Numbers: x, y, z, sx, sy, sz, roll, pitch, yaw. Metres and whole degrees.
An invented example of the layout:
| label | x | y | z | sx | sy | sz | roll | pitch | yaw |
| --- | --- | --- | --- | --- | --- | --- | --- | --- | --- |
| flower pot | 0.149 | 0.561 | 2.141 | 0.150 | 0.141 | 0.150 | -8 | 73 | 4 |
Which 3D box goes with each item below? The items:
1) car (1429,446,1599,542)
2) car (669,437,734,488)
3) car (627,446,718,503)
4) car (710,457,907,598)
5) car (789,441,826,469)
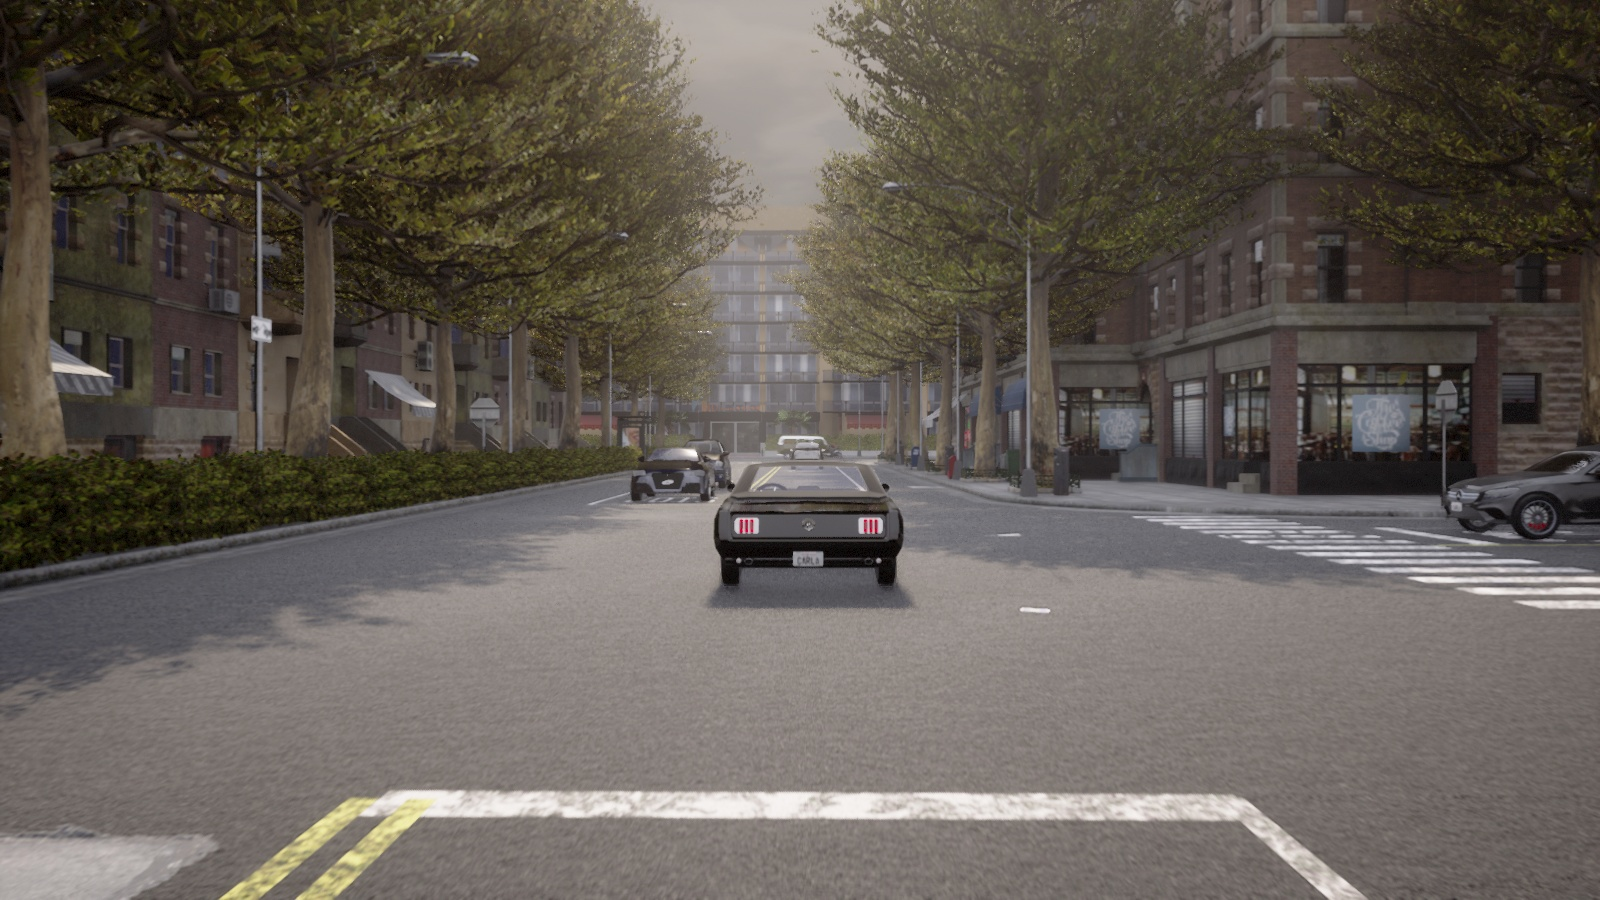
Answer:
| label | x | y | z | sx | sy | sz | roll | pitch | yaw |
| --- | --- | --- | --- | --- | --- | --- | --- | --- | --- |
| car | 12.730 | 0.662 | 19.850 | 4.674 | 1.442 | 1.812 | 0 | 0 | 0 |
| car | -3.252 | 0.387 | 41.996 | 1.851 | 1.617 | 3.988 | 0 | 0 | 0 |
| car | -3.297 | 0.607 | 33.201 | 1.994 | 1.385 | 4.181 | 0 | 0 | 0 |
| car | 0.096 | 0.759 | 14.454 | 1.895 | 1.301 | 4.718 | 0 | 0 | 0 |
| car | 0.406 | 0.268 | 70.288 | 2.007 | 1.525 | 4.514 | 0 | 0 | 0 |
